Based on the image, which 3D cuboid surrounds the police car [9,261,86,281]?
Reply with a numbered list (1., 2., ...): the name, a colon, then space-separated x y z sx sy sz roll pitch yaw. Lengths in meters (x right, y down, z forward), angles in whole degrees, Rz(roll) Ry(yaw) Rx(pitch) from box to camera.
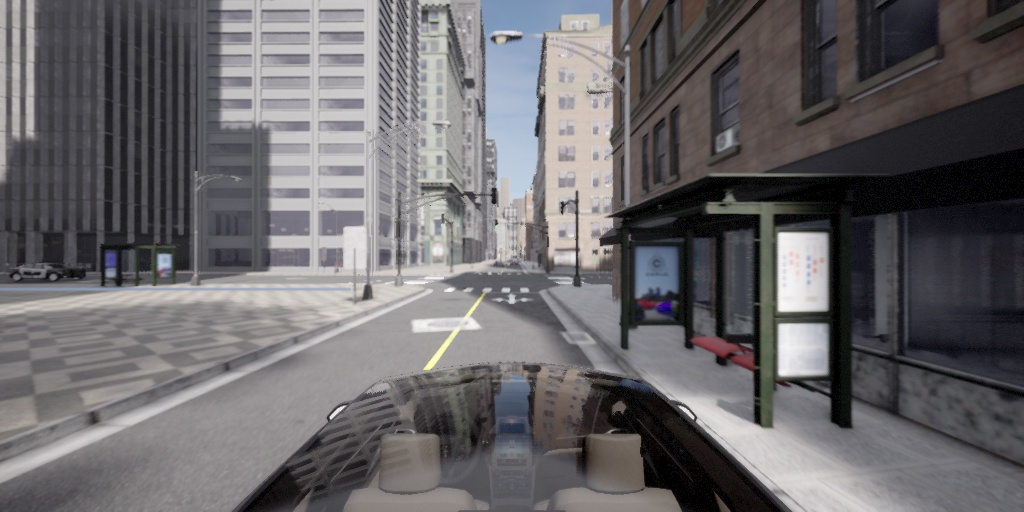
1. police car: -39.595 1.278 30.722 5.238 1.638 1.930 0 0 0
